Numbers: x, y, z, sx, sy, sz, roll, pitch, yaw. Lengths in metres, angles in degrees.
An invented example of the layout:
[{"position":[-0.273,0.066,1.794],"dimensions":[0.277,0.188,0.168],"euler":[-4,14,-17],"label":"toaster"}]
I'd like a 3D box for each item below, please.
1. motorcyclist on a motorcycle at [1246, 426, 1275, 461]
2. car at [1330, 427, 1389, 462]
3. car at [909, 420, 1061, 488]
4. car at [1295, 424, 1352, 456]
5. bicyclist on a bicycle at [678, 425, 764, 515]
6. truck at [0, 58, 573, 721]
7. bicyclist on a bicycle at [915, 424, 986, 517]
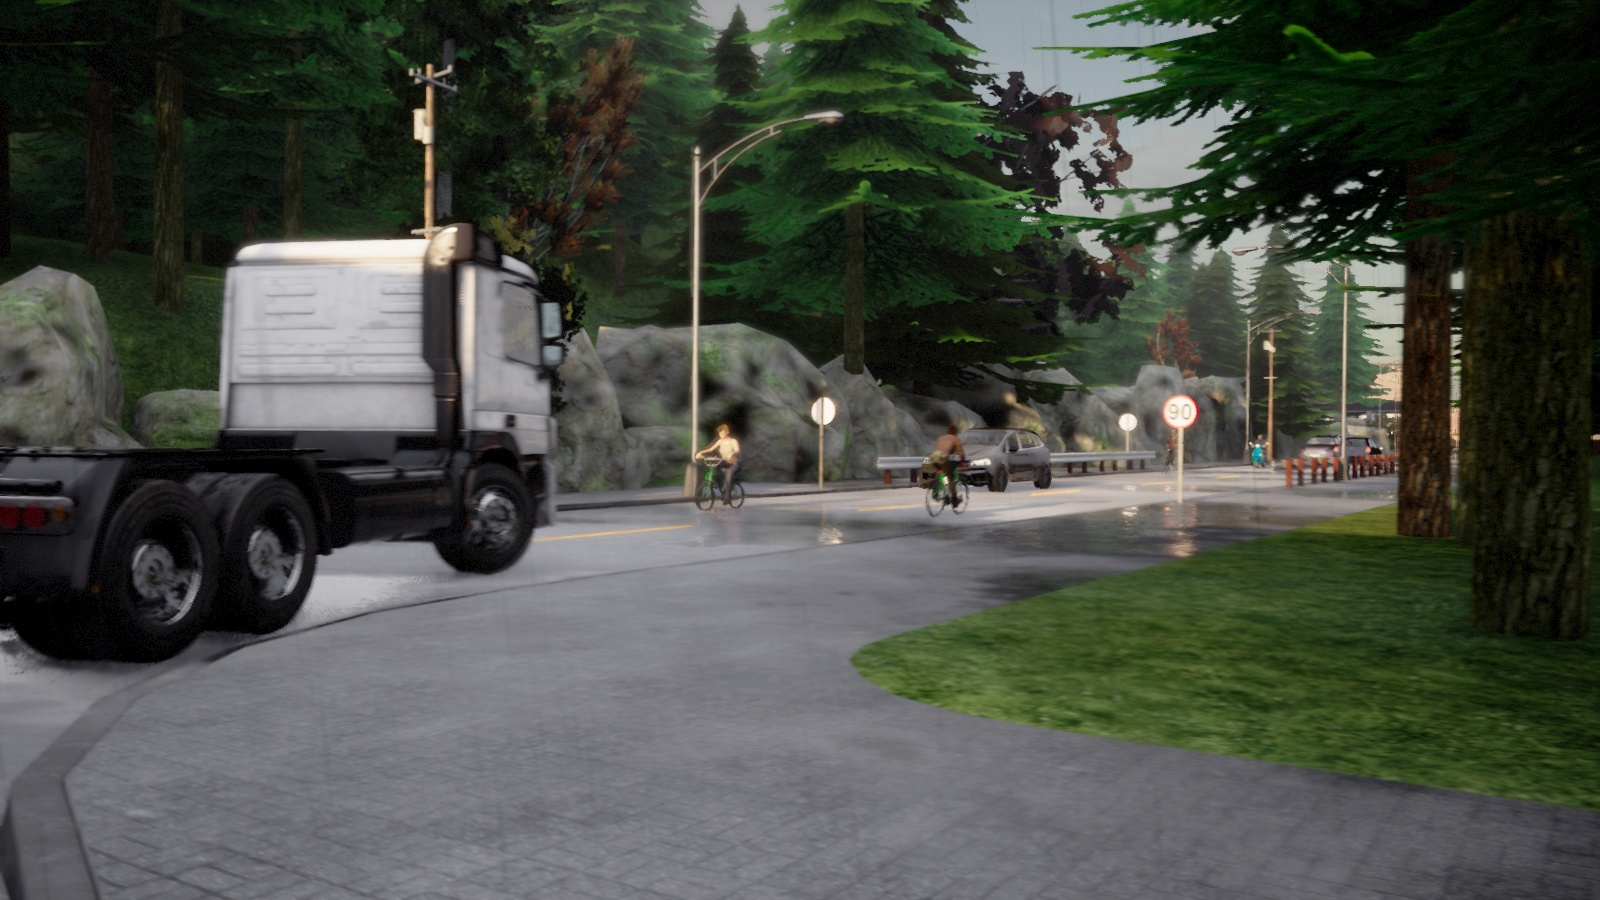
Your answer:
[{"position":[21.332,-0.310,58.167],"dimensions":[0.866,1.590,1.817],"euler":[0,1,34],"label":"motorcyclist on a motorcycle"},{"position":[25.557,-0.274,57.303],"dimensions":[1.845,1.501,3.633],"euler":[0,1,34],"label":"car"},{"position":[4.996,0.067,33.328],"dimensions":[2.242,1.667,4.611],"euler":[0,1,33],"label":"car"},{"position":[29.306,-0.575,70.211],"dimensions":[2.033,1.649,4.856],"euler":[0,2,34],"label":"car"},{"position":[-1.468,0.353,23.483],"dimensions":[0.866,1.612,1.509],"euler":[0,1,33],"label":"bicyclist on a bicycle"},{"position":[-4.769,-0.359,10.725],"dimensions":[2.891,3.462,7.936],"euler":[-1,1,10],"label":"truck"},{"position":[2.719,0.346,22.555],"dimensions":[0.582,1.620,1.656],"euler":[0,1,33],"label":"bicyclist on a bicycle"}]
